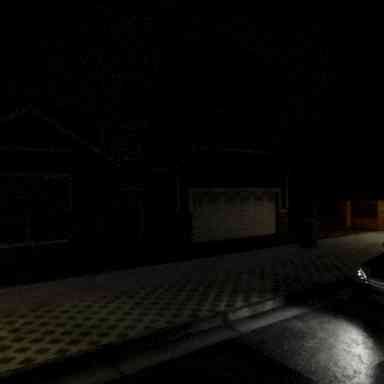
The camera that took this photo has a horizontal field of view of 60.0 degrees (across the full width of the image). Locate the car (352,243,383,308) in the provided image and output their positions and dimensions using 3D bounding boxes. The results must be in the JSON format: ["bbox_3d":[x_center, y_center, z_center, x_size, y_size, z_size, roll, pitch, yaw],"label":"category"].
[{"bbox_3d":[5.161,1.467,6.732,4.674,1.442,1.812,-1,0,-35],"label":"car"}]
